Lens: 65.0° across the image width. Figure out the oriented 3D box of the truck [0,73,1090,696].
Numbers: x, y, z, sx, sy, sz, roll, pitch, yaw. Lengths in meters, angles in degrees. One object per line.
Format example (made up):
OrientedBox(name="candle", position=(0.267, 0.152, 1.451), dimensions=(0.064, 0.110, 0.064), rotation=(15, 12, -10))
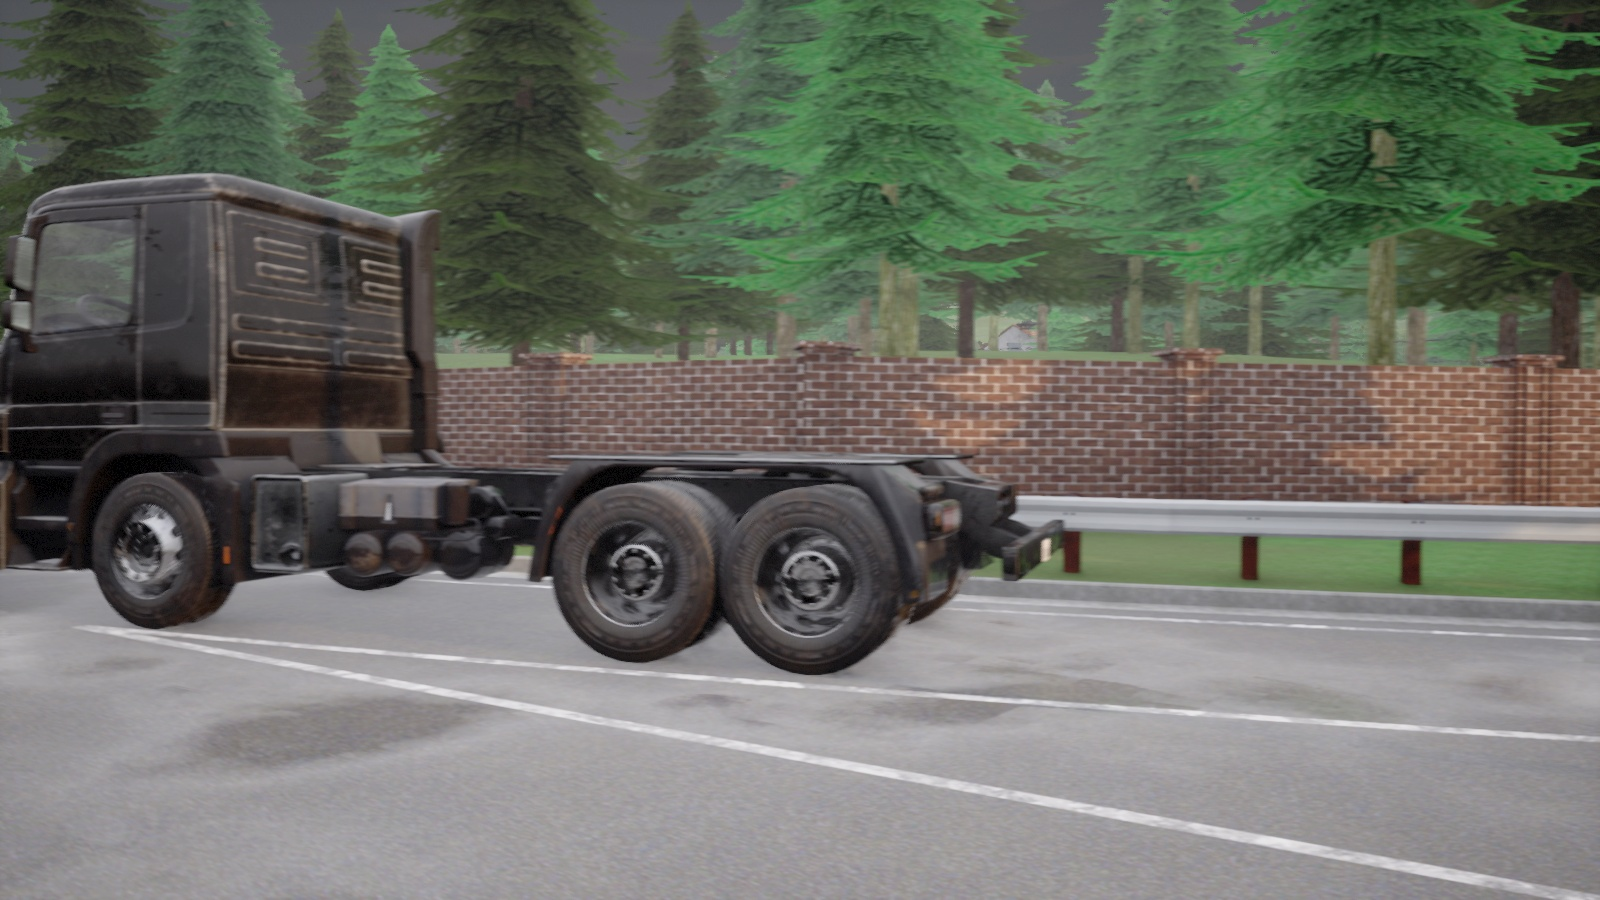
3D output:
OrientedBox(name="truck", position=(-1.983, -0.363, 9.572), dimensions=(7.936, 3.462, 2.891), rotation=(0, 1, 18))
